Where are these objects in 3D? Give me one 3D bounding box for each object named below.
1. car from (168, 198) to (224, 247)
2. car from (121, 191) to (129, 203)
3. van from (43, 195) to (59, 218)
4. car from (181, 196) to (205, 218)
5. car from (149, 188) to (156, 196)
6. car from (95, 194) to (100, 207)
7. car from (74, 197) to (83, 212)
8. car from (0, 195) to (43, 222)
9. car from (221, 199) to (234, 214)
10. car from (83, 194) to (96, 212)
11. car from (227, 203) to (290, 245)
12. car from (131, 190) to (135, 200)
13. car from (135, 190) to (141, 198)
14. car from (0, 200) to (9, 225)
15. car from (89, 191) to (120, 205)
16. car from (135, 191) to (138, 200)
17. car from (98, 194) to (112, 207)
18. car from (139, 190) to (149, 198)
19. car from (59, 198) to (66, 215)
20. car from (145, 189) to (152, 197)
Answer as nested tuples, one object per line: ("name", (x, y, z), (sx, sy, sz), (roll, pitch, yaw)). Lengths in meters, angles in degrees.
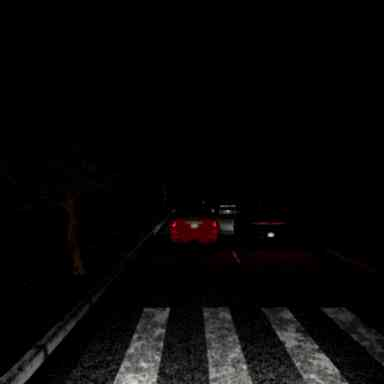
("car", (0.092, 1.322, 14.923), (2.097, 1.767, 4.553), (0, 0, 0))
("car", (-13.834, 0.931, 54.560), (5.566, 2.045, 2.435), (-1, 1, -20))
("van", (-13.769, 1.227, 27.738), (4.442, 1.987, 1.878), (-1, 0, -20))
("car", (0.095, 1.297, 30.735), (2.097, 1.767, 4.553), (0, 0, 0))
("car", (-13.806, 0.344, 93.511), (5.566, 2.045, 2.435), (-1, 1, -20))
("car", (-13.838, 1.404, 39.640), (4.792, 1.488, 2.163), (-1, 0, -20))
("car", (-13.896, 1.456, 33.644), (4.792, 1.488, 2.163), (-1, 1, -20))
("car", (-13.848, 1.334, 24.711), (4.553, 1.767, 2.185), (-1, 0, -20))
("car", (3.096, 1.435, 30.974), (2.128, 1.511, 4.902), (0, 0, 0))
("car", (-13.696, 1.395, 36.712), (5.366, 1.575, 1.946), (-1, 0, -20))
("car", (3.094, 1.462, 15.443), (2.128, 1.511, 4.902), (0, 0, 0))
("car", (-13.821, 0.926, 63.504), (4.553, 1.767, 2.185), (-1, 1, -20))
("car", (-13.819, 0.993, 69.496), (4.792, 1.488, 2.163), (-1, 1, -20))
("car", (-13.706, 1.459, 18.801), (5.366, 1.575, 1.946), (-1, 0, -20))
("car", (-13.889, 1.019, 48.564), (5.566, 2.045, 2.435), (-1, 1, -20))
("car", (-13.842, 1.048, 66.478), (4.674, 1.452, 2.002), (-1, 1, -20))
("car", (-13.858, 1.348, 45.597), (4.674, 1.452, 2.002), (-1, 1, -20))
("car", (-13.811, 0.817, 81.501), (4.792, 1.488, 2.163), (-1, 1, -20))
("car", (-13.867, 1.480, 30.672), (4.674, 1.452, 2.002), (-1, 1, -20))
("car", (-14.004, 0.697, 87.424), (5.366, 1.575, 1.946), (-1, 1, -20))
